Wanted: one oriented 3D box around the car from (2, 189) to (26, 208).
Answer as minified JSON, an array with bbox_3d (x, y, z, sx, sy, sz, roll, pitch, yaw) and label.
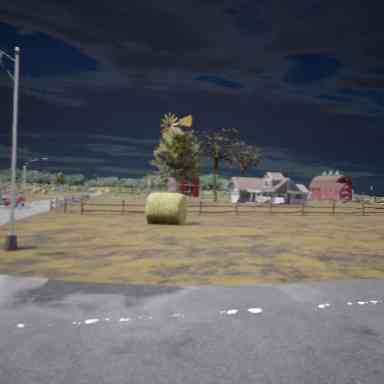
[{"bbox_3d":[-20.861,0.748,38.477,2.150,2.045,5.566,2,-1,-14],"label":"car"}]
